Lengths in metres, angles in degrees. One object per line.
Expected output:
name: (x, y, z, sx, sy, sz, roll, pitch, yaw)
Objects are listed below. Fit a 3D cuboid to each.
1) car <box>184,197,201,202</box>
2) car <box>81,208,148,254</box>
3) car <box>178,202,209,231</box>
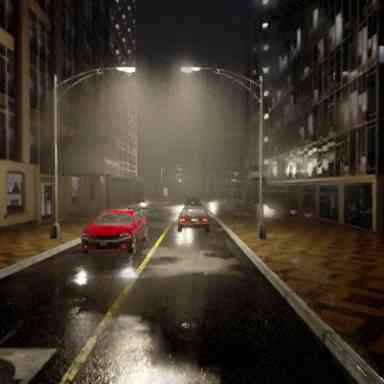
car: (0.084, 1.377, 41.471, 2.097, 1.767, 4.553, 0, 0, 0)
car: (-3.006, 1.483, 13.743, 1.882, 1.535, 5.008, 0, 0, 0)
car: (0.093, 1.556, 20.455, 2.033, 1.411, 5.357, 0, 0, 0)
